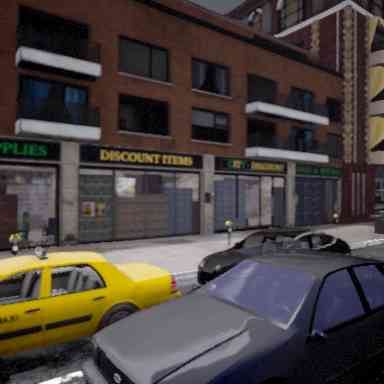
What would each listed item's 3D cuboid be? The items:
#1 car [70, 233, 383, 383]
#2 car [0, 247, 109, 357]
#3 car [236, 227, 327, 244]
[{"bbox_3d":[1.450,1.555,4.413,5.357,1.411,2.033,0,0,-36],"label":"car"},{"bbox_3d":[-2.463,1.527,4.798,4.829,1.417,1.752,0,0,-36],"label":"car"},{"bbox_3d":[2.170,1.580,8.104,4.313,1.339,1.947,0,0,-36],"label":"car"}]
